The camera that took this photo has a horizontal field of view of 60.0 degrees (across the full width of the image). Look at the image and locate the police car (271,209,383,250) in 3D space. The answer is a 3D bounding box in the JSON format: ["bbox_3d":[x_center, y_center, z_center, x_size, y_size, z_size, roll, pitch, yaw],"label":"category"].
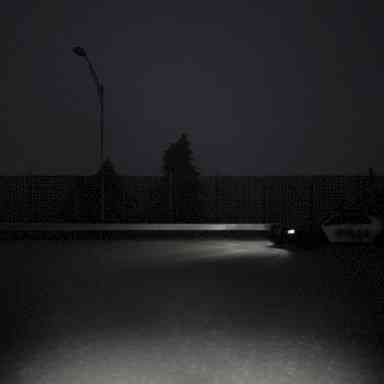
[{"bbox_3d":[5.867,1.507,13.637,4.974,1.542,2.038,0,0,0],"label":"police car"}]
